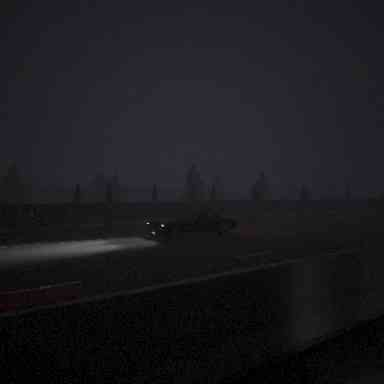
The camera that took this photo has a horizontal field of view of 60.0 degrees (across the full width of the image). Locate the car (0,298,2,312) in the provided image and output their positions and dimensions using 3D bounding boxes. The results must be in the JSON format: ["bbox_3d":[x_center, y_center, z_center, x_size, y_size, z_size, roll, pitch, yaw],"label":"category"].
[{"bbox_3d":[-5.256,1.351,4.534,4.553,1.767,2.097,0,0,-35],"label":"car"}]

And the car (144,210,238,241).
[{"bbox_3d":[0.016,1.607,16.859,4.718,1.301,1.895,0,0,-35],"label":"car"}]
